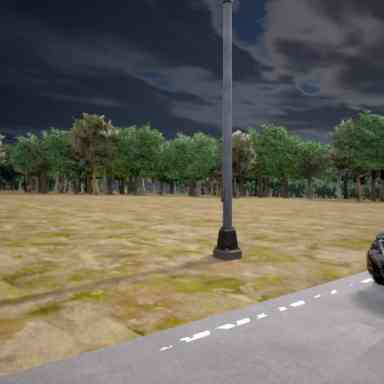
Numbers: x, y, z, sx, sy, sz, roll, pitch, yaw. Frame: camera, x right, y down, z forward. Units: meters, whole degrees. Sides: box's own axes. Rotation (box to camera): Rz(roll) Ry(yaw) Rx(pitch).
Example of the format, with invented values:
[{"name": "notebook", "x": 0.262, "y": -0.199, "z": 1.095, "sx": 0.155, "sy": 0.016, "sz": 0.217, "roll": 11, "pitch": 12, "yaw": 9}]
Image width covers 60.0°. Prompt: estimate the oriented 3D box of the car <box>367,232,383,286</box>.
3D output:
[{"name": "car", "x": 6.610, "y": 1.220, "z": 8.332, "sx": 5.566, "sy": 2.045, "sz": 2.150, "roll": 0, "pitch": 0, "yaw": -37}]
